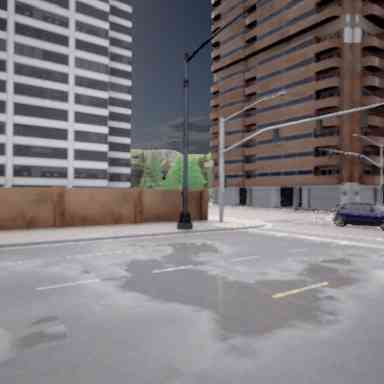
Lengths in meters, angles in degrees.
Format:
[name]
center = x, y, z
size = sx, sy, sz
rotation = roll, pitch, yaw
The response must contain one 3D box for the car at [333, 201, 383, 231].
[car]
center = 12.017, 1.531, 22.309
size = 2.097, 1.767, 4.553
rotation = 1, 0, -36
